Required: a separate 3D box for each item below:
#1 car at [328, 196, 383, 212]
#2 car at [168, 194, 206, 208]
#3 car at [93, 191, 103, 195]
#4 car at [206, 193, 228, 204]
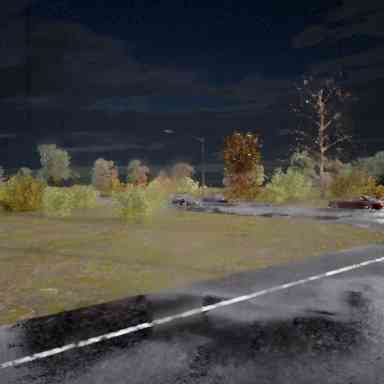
[{"bbox_3d":[14.397,0.976,29.000,1.895,1.301,4.718,-2,1,-37],"label":"car"},{"bbox_3d":[-0.964,0.966,37.661,1.837,1.490,4.892,-2,1,-37],"label":"car"},{"bbox_3d":[-22.613,0.443,77.754,2.097,1.767,4.553,-2,1,-37],"label":"car"},{"bbox_3d":[2.809,0.859,44.264,1.994,1.385,4.181,-2,1,-37],"label":"car"}]
